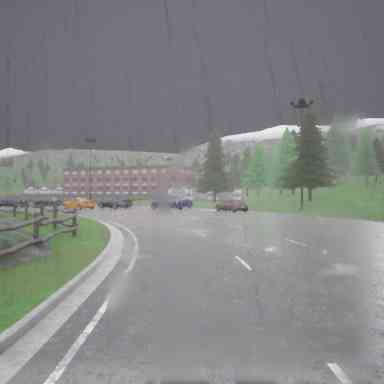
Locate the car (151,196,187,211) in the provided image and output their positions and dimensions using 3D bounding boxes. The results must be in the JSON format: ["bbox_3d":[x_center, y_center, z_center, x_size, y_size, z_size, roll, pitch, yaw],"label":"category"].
[{"bbox_3d":[-3.206,1.339,41.610,2.097,1.767,4.553,0,0,-42],"label":"car"}]

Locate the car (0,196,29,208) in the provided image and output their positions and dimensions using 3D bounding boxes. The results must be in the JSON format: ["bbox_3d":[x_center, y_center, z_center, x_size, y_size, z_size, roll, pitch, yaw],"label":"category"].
[{"bbox_3d":[-25.881,1.338,47.916,4.553,1.767,2.097,0,0,20],"label":"car"}]

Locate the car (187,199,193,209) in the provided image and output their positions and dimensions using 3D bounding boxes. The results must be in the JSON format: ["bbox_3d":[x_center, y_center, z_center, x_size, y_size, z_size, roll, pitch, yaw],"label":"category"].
[{"bbox_3d":[-2.046,1.463,45.430,1.882,1.535,5.008,0,0,-43],"label":"car"}]

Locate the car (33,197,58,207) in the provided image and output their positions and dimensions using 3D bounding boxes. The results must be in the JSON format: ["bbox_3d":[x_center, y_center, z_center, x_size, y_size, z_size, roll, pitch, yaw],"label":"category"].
[{"bbox_3d":[-21.649,1.511,49.966,4.674,1.442,1.812,0,0,23],"label":"car"}]

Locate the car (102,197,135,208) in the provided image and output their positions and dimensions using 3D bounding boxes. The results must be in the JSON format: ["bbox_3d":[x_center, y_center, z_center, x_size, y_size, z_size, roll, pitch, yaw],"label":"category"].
[{"bbox_3d":[-10.642,1.490,48.017,4.892,1.490,1.837,0,0,37],"label":"car"}]

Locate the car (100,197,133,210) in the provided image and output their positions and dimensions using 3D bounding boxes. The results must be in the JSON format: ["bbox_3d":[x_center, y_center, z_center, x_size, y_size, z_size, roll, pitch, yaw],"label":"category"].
[{"bbox_3d":[-10.222,1.478,43.115,4.902,1.511,2.128,0,0,39],"label":"car"}]

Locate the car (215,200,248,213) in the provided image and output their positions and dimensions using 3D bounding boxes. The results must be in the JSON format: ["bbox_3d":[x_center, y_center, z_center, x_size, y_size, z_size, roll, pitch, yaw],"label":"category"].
[{"bbox_3d":[4.455,1.552,37.753,1.994,1.385,4.181,0,0,-33],"label":"car"}]

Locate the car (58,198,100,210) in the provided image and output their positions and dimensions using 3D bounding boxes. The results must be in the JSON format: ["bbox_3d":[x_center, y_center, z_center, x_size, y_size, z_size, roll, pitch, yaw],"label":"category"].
[{"bbox_3d":[-14.312,1.465,41.909,5.008,1.535,1.882,0,0,36],"label":"car"}]
